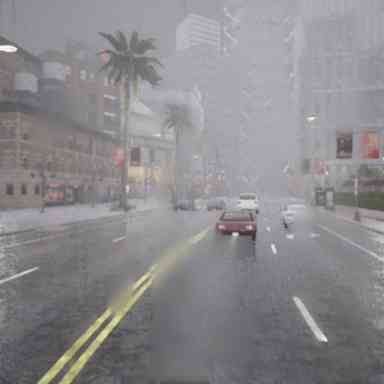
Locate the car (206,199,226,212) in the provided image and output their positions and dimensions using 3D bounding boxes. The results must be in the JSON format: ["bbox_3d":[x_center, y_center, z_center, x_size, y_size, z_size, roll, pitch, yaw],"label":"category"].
[{"bbox_3d":[2.917,1.528,38.587,2.033,1.411,5.357,0,0,12],"label":"car"}]

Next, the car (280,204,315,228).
[{"bbox_3d":[6.910,1.542,22.093,1.812,1.442,4.674,0,0,11],"label":"car"}]

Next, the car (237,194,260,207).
[{"bbox_3d":[5.952,1.216,35.240,2.150,2.045,5.566,0,-1,11],"label":"car"}]

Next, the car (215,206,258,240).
[{"bbox_3d":[2.350,1.598,16.997,1.895,1.301,4.718,0,0,11],"label":"car"}]

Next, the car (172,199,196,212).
[{"bbox_3d":[-0.802,1.508,37.913,2.033,1.411,5.357,0,0,12],"label":"car"}]
